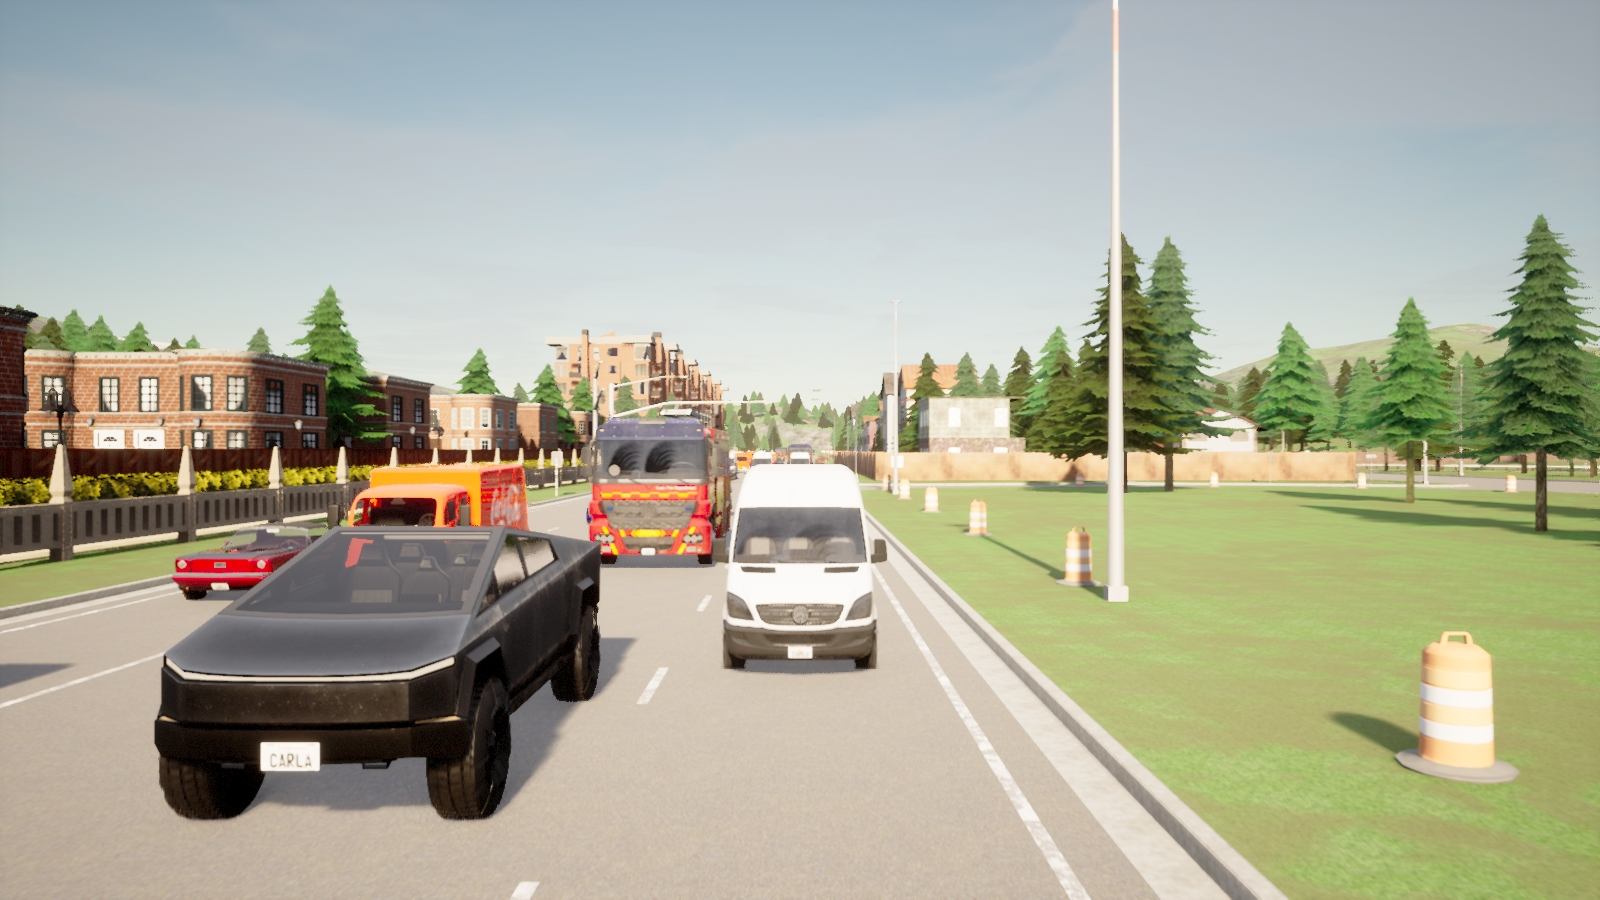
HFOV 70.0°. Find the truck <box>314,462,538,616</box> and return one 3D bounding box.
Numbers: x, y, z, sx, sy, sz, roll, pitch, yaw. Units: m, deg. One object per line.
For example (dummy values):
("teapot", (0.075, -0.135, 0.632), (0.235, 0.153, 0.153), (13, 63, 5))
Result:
("truck", (-6.998, 1.548, 22.177), (2.627, 2.467, 5.204), (0, 1, 0))

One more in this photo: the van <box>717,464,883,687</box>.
("van", (0.007, 1.533, 16.634), (1.988, 2.561, 5.915), (0, 0, 0))

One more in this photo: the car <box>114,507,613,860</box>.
("car", (-3.499, 1.754, 10.950), (2.390, 2.098, 6.274), (0, 0, 0))

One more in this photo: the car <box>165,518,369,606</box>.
("car", (-10.498, 2.155, 22.949), (1.895, 1.301, 4.718), (0, 0, 0))

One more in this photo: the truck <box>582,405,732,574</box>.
("truck", (-3.494, 0.891, 30.092), (2.891, 3.827, 8.468), (0, 0, 0))
